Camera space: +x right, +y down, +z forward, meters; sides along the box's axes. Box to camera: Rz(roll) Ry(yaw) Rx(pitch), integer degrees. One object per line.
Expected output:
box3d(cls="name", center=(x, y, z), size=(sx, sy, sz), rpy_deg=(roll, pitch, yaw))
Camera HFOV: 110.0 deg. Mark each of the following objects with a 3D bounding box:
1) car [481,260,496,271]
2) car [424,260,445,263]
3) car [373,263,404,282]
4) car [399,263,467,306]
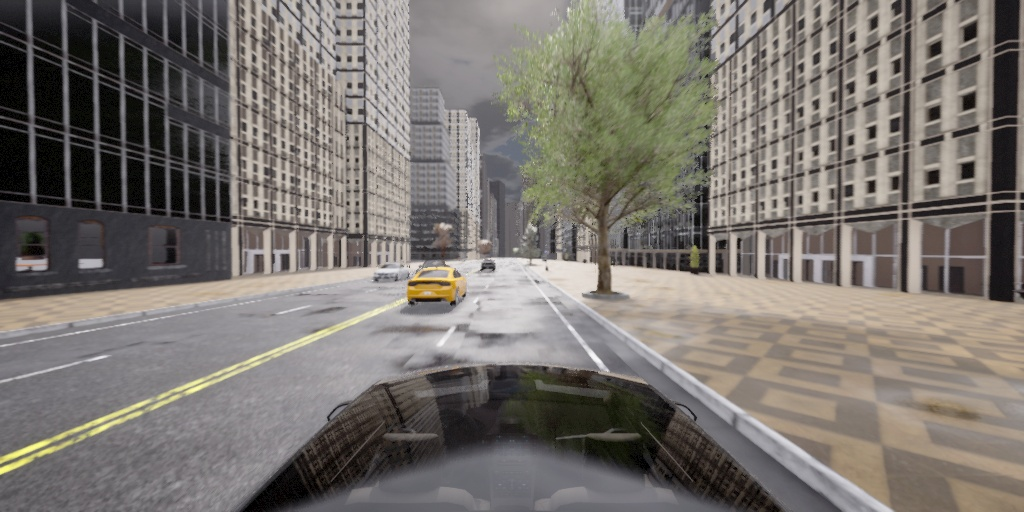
box3d(cls="car", center=(-3.139, 1.259, 48.578), size=(1.837, 1.490, 4.892), rpy_deg=(0, 0, 0))
box3d(cls="car", center=(-6.500, 1.107, 29.661), size=(2.097, 1.767, 4.553), rpy_deg=(0, 0, 0))
box3d(cls="car", center=(-9.753, 1.287, 29.361), size=(1.812, 1.442, 4.674), rpy_deg=(0, 0, 0))
box3d(cls="car", center=(-3.149, 1.231, 15.837), size=(1.882, 1.535, 5.008), rpy_deg=(0, 0, 0))
